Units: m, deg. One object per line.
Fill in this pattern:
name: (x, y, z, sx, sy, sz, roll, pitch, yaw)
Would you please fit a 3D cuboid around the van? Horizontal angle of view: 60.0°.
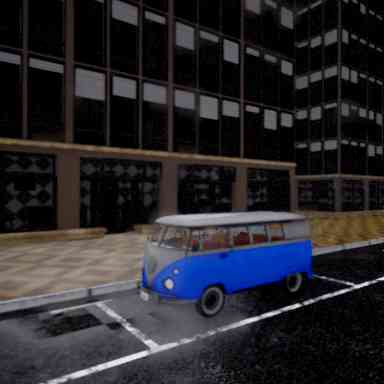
van: (0.868, 1.343, 7.171, 3.998, 1.788, 1.690, 0, 0, -35)
